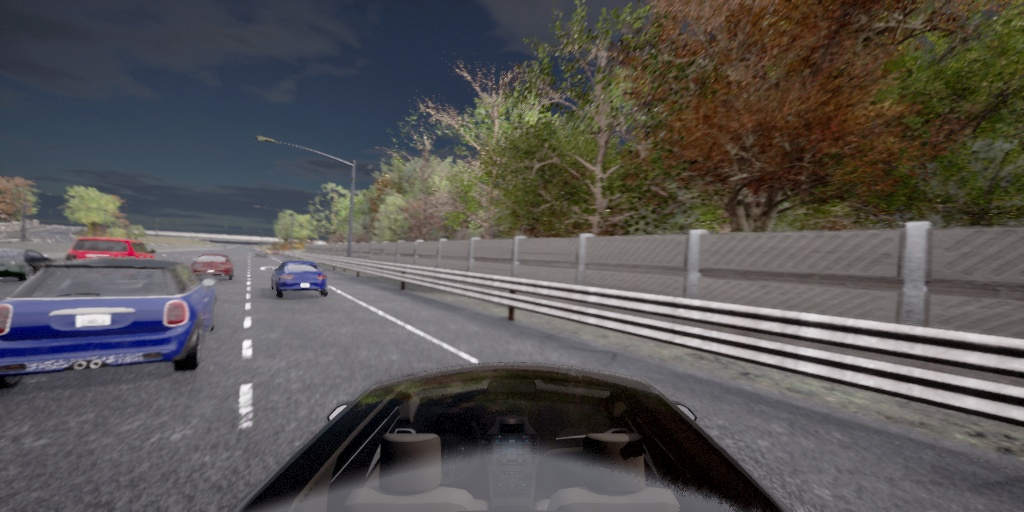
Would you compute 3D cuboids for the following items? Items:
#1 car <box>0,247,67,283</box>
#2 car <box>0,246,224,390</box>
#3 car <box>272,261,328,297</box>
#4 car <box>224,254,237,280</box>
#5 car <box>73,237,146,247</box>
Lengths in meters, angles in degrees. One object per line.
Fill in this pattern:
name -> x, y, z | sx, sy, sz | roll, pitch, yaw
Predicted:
car -> -22.528, 0.343, 16.178 | 1.994, 1.385, 4.181 | 3, 0, -36
car -> -6.726, 0.812, 6.409 | 2.097, 1.767, 4.553 | 3, 0, -36
car -> -9.393, 0.919, 15.808 | 1.812, 1.442, 4.674 | 3, 0, -36
car -> -17.145, 0.586, 20.663 | 1.812, 1.442, 4.674 | 3, 0, -36
car -> -18.874, 0.178, 17.124 | 2.150, 2.045, 5.566 | 3, 0, -36
